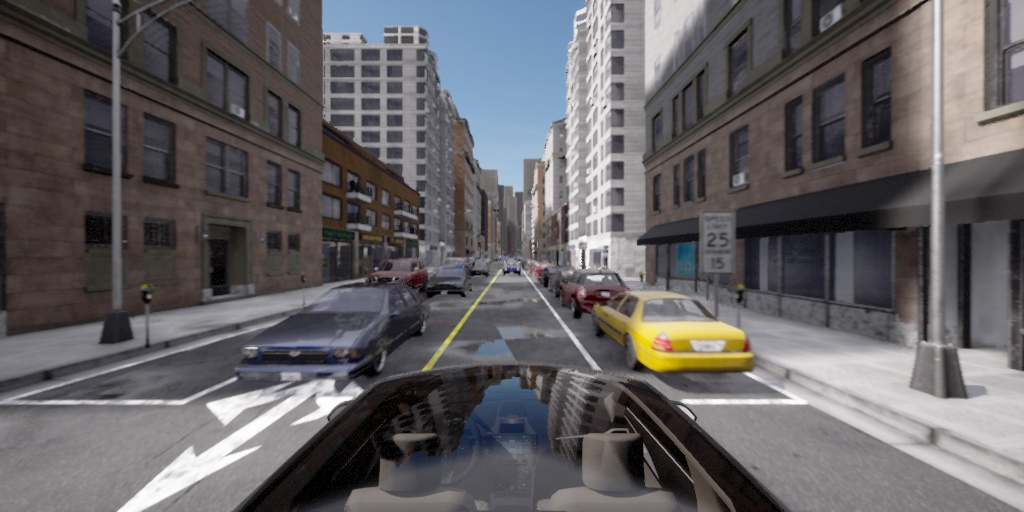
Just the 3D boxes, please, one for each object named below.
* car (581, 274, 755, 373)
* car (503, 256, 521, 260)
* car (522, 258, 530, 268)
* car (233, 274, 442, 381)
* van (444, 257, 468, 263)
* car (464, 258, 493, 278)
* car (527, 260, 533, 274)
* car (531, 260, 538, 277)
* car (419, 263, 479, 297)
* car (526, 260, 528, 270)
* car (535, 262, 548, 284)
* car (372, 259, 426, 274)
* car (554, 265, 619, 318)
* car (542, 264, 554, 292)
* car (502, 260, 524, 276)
[{"bbox_3d":[2.854,1.274,7.532,1.751,1.417,4.829,0,0,0],"label":"car"},{"bbox_3d":[0.004,1.191,50.608,1.882,1.535,5.008,0,0,1],"label":"car"},{"bbox_3d":[2.822,1.262,51.571,2.007,1.370,4.403,0,0,0],"label":"car"},{"bbox_3d":[-3.100,1.298,7.670,2.033,1.411,5.357,0,0,0],"label":"car"},{"bbox_3d":[-5.691,1.074,34.987,1.690,1.789,3.998,0,0,0],"label":"van"},{"bbox_3d":[-3.091,1.239,34.360,1.837,1.490,4.892,0,0,0],"label":"car"},{"bbox_3d":[2.835,1.281,34.992,2.007,1.370,4.403,0,0,0],"label":"car"},{"bbox_3d":[2.838,1.281,29.467,1.888,1.381,4.507,0,0,0],"label":"car"},{"bbox_3d":[-3.109,1.292,18.941,2.033,1.411,5.357,0,0,-1],"label":"car"},{"bbox_3d":[2.830,1.307,40.518,1.802,1.307,4.207,0,0,0],"label":"car"},{"bbox_3d":[2.842,1.306,23.940,1.948,1.339,4.313,0,0,0],"label":"car"},{"bbox_3d":[-5.679,1.061,18.409,2.192,1.841,5.009,0,0,0],"label":"car"},{"bbox_3d":[2.850,1.186,12.888,1.967,1.591,4.097,0,0,0],"label":"car"},{"bbox_3d":[2.846,1.294,18.414,2.007,1.370,4.403,0,0,0],"label":"car"},{"bbox_3d":[-0.023,1.331,36.933,1.895,1.301,4.718,0,0,0],"label":"car"}]
